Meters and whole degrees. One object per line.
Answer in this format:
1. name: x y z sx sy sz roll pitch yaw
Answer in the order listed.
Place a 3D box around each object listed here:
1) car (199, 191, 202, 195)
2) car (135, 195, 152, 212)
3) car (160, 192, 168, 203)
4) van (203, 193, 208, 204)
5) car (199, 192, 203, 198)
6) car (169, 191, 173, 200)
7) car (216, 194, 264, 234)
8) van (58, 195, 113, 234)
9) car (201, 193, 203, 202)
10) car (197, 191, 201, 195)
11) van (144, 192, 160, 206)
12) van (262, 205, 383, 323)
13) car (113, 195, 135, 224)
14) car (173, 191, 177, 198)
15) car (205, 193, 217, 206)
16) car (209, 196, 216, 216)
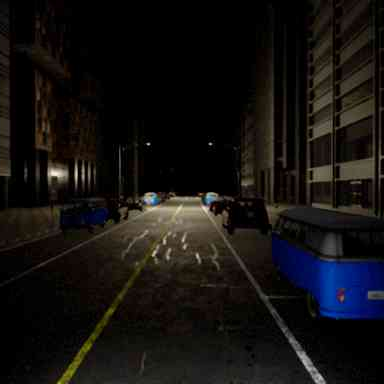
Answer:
1. car: 2.742 1.100 63.087 1.752 1.417 4.829 0 0 0
2. car: -5.774 1.313 34.859 2.008 1.369 4.403 0 0 0
3. car: -5.781 1.053 57.297 1.967 1.590 4.097 0 0 0
4. van: 2.748 1.029 46.088 1.690 1.788 3.998 0 0 0
5. car: 2.744 1.179 57.308 1.947 1.339 4.313 0 0 0
6. car: -5.788 1.033 73.955 1.752 1.417 4.829 0 0 0
7. car: 2.757 1.191 18.043 2.192 1.841 5.009 0 0 0
8. van: -5.768 1.217 18.030 1.690 1.788 3.998 0 0 0
9. car: 2.746 1.195 51.699 1.887 1.381 4.507 0 0 0
10. car: 2.732 0.963 90.961 2.008 1.369 4.403 0 0 0
11. van: -5.778 1.029 46.077 1.690 1.788 3.998 0 0 0
12. van: 2.761 1.293 6.825 1.690 1.788 3.998 0 0 0
13. car: -5.770 1.153 23.639 2.192 1.841 5.009 0 0 0
14. car: -5.793 0.977 90.953 1.947 1.339 4.313 0 0 0
15. car: 2.751 1.203 34.871 1.967 1.590 4.097 0 0 0
16. car: 2.753 1.345 29.263 1.887 1.381 4.507 0 0 0
